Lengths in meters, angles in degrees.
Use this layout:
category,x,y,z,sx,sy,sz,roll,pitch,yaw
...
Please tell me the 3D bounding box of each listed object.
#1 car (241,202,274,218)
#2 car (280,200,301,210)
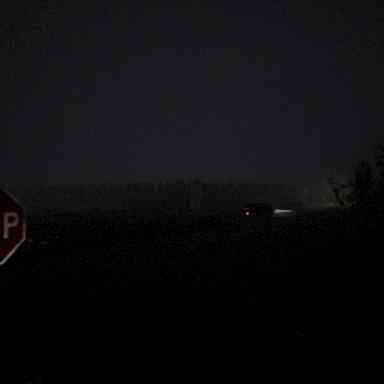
category,x,y,z,sx,sy,sz,roll,pitch,yaw
car,6.500,1.737,32.687,1.837,1.490,4.892,1,0,34
car,14.709,1.879,49.529,1.895,1.301,4.718,1,0,34
